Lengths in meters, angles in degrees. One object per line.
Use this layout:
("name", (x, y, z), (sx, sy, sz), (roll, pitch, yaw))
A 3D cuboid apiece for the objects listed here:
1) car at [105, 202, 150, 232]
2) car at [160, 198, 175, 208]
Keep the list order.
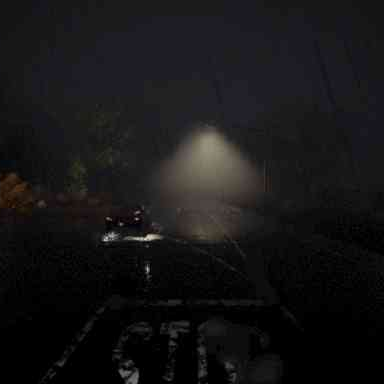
("car", (-3.430, 1.303, 18.473), (1.812, 1.442, 4.674), (1, 0, 0))
("car", (-3.428, 1.562, 47.358), (1.994, 1.385, 4.181), (0, 0, 0))
